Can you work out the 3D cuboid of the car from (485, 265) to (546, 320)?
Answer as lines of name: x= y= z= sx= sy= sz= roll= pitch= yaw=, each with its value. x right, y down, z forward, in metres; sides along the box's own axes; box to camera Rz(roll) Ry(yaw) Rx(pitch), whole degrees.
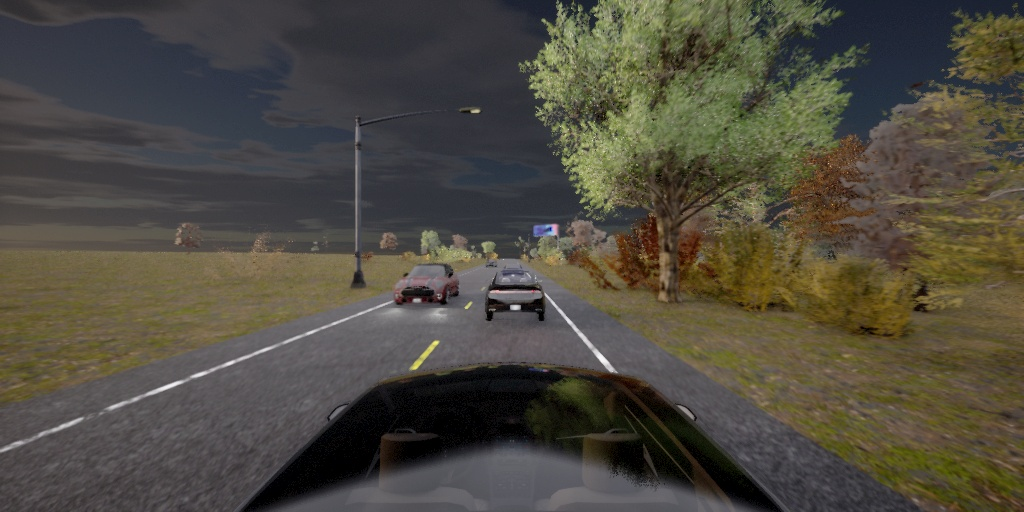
car: x=0.097 y=1.245 z=12.569 sx=2.128 sy=1.511 sz=4.902 roll=0 pitch=0 yaw=0

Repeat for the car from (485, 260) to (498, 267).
car: x=-3.515 y=1.350 z=62.102 sx=1.994 sy=1.385 sz=4.181 roll=0 pitch=0 yaw=0

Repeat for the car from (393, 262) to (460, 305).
car: x=-3.605 y=1.106 z=15.882 sx=2.097 sy=1.767 sz=4.553 roll=0 pitch=0 yaw=0
